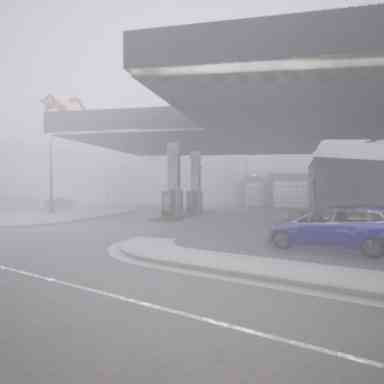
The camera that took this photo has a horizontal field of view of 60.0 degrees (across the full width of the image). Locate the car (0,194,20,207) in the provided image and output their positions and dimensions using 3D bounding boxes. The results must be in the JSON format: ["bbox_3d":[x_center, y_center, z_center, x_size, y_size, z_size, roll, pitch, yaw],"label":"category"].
[{"bbox_3d":[-29.297,1.312,49.580,2.150,2.045,5.566,0,0,33],"label":"car"}]

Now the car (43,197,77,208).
[{"bbox_3d":[-19.828,1.551,50.117,1.882,1.535,5.008,0,0,36],"label":"car"}]

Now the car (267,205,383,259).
[{"bbox_3d":[5.098,1.290,12.146,4.611,1.667,2.242,0,0,36],"label":"car"}]

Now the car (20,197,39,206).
[{"bbox_3d":[-28.610,1.601,56.460,1.837,1.490,4.892,-1,-1,35],"label":"car"}]

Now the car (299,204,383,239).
[{"bbox_3d":[7.782,1.447,17.282,3.806,1.475,1.970,0,0,36],"label":"car"}]

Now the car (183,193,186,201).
[{"bbox_3d":[-2.219,1.272,74.241,5.566,2.045,2.150,0,0,-20],"label":"car"}]

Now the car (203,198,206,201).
[{"bbox_3d":[0.806,1.638,78.801,4.718,1.301,1.895,0,0,-13],"label":"car"}]
